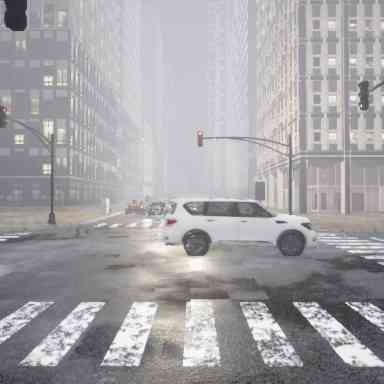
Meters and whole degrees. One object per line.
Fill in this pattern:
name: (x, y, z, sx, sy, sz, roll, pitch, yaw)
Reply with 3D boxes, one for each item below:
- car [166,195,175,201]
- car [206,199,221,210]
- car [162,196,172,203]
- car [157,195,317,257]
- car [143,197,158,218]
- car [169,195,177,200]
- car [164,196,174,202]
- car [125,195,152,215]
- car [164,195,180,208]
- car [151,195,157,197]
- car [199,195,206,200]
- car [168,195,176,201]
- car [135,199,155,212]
car: (-5.345, 1.578, 83.973, 1.887, 1.381, 4.507, 1, 0, 0)
car: (2.881, 1.599, 44.976, 1.802, 1.307, 4.206, 1, 0, 0)
car: (-5.389, 1.573, 72.823, 1.887, 1.381, 4.507, 1, 0, 0)
car: (1.684, 1.226, 12.482, 5.566, 2.045, 2.150, 0, 0, 0)
car: (-2.980, 1.516, 30.335, 1.837, 1.490, 4.892, 0, 0, 0)
car: (-5.301, 1.604, 95.124, 1.947, 1.339, 4.313, 1, 0, 0)
car: (-5.367, 1.581, 78.398, 2.008, 1.369, 4.403, 1, 0, 0)
car: (-5.540, 1.453, 33.797, 1.967, 1.590, 4.097, 1, 0, 0)
car: (-2.896, 1.371, 49.858, 2.097, 1.767, 4.553, 0, 0, 0)
car: (-5.494, 1.332, 44.948, 2.192, 1.841, 5.009, 1, 0, 0)
car: (3.080, 1.583, 95.172, 1.887, 1.381, 4.507, 1, 0, 0)
car: (-5.323, 1.587, 89.548, 2.008, 1.369, 4.403, 1, 0, 0)
car: (-5.522, 1.597, 39.372, 1.802, 1.307, 4.206, 1, 0, 0)
